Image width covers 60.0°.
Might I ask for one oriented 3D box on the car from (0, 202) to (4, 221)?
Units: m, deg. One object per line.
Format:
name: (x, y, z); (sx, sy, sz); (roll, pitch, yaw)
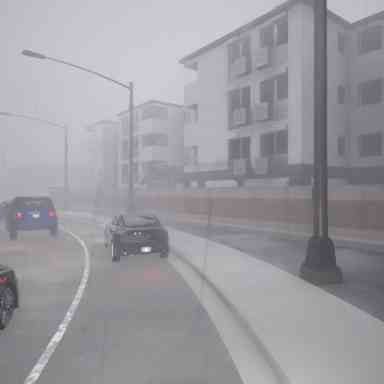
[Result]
car: (-14.963, 1.478, 27.579); (1.882, 1.535, 5.008); (0, 0, -34)

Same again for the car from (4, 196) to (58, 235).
car: (-8.813, 1.223, 18.143); (2.150, 2.045, 5.566); (0, 0, -31)

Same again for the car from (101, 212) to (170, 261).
car: (-2.189, 1.504, 12.417); (1.837, 1.490, 4.892); (0, 0, -19)

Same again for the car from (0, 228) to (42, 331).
car: (-3.767, 1.491, 3.890); (2.128, 1.511, 4.902); (0, 0, -6)
